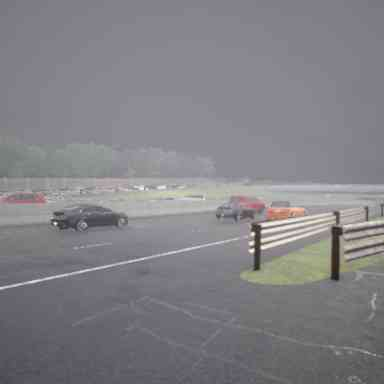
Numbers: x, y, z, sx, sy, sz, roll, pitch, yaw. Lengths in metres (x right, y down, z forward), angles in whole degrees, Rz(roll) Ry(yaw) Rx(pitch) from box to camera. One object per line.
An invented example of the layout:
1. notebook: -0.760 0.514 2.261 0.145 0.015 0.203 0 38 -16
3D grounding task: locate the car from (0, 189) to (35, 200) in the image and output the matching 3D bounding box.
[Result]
1. car: -27.568 0.355 52.205 2.033 1.411 5.357 1 2 21

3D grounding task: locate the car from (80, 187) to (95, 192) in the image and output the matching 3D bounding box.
1. car: -21.448 -0.433 66.695 1.895 1.301 4.718 1 3 23

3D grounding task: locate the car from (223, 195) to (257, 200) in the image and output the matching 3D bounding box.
1. car: 6.059 1.392 36.605 2.150 2.045 5.566 1 0 35

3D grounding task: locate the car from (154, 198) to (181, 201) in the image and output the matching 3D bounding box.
1. car: -4.531 1.612 52.054 2.033 1.411 5.357 1 0 37

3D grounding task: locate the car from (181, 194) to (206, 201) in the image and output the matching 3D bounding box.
1. car: 0.096 1.359 52.524 2.150 2.045 5.566 1 -1 36

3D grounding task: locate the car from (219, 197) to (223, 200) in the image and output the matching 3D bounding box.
1. car: 5.596 1.577 54.155 2.097 1.767 4.553 1 0 36

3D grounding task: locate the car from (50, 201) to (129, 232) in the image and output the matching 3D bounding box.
1. car: -5.955 1.482 19.957 1.837 1.490 4.892 1 0 36

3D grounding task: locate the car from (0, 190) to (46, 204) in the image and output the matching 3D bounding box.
1. car: -16.095 1.087 30.153 2.150 2.045 5.566 1 0 36

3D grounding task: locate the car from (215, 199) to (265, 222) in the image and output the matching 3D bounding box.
1. car: 3.768 1.616 27.423 2.128 1.511 4.902 1 0 36

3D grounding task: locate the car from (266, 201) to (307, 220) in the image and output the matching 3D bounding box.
1. car: 7.808 1.529 27.208 2.097 1.767 4.553 1 0 36
